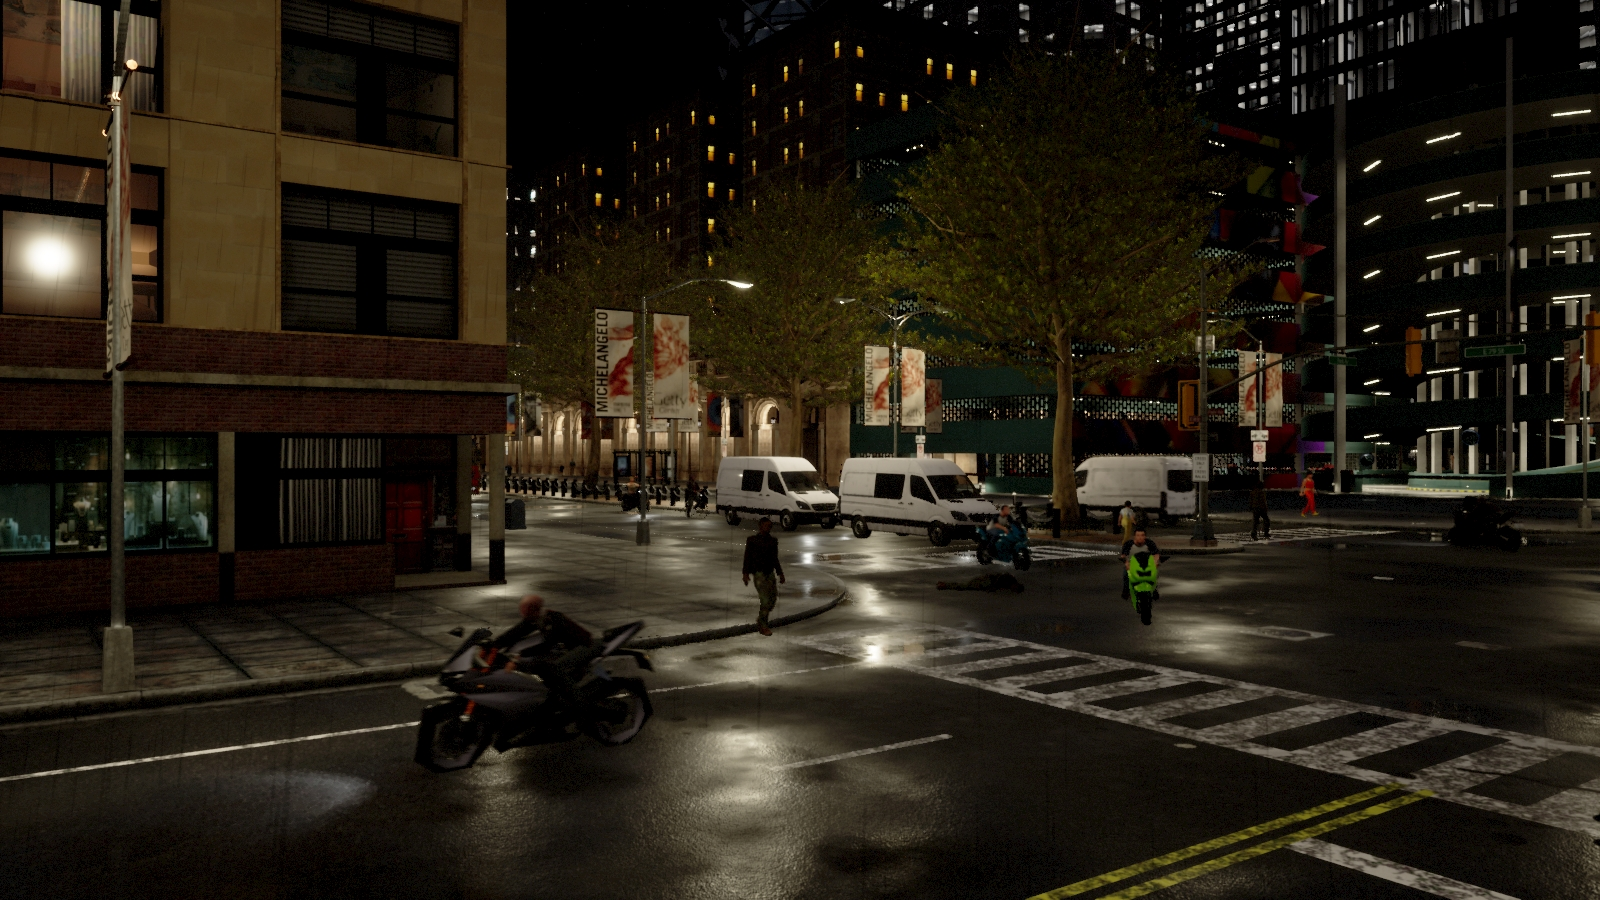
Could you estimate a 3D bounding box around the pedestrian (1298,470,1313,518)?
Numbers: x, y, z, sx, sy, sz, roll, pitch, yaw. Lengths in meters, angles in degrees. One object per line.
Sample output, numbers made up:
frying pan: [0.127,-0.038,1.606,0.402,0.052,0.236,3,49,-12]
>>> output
pedestrian: [19.566,1.696,44.182,0.375,1.860,0.375,0,0,-18]

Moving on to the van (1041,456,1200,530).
van: [12.043,1.534,43.414,1.988,2.561,5.915,0,0,-35]

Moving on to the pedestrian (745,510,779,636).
pedestrian: [-0.581,1.845,17.278,0.375,1.860,0.375,0,0,-32]

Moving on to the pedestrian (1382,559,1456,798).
pedestrian: [5.062,1.848,9.351,0.375,1.860,0.375,0,0,-17]

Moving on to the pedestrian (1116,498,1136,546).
pedestrian: [9.062,1.986,31.751,0.375,1.300,0.375,0,0,-32]

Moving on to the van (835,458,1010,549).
van: [3.641,1.535,35.327,1.988,2.561,5.915,0,0,-35]

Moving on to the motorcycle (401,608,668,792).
motorcycle: [-2.394,2.205,10.432,2.209,1.251,0.867,0,0,-35]

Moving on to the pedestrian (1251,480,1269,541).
pedestrian: [14.115,1.848,35.080,0.375,1.860,0.375,0,0,-32]

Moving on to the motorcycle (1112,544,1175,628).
motorcycle: [5.638,2.213,18.847,0.803,1.145,2.033,-2,0,13]

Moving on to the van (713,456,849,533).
van: [-0.813,1.534,41.652,1.988,2.561,5.915,0,0,-35]

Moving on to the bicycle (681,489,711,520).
bicycle: [-4.230,2.210,46.463,0.329,1.171,1.835,0,0,-35]
